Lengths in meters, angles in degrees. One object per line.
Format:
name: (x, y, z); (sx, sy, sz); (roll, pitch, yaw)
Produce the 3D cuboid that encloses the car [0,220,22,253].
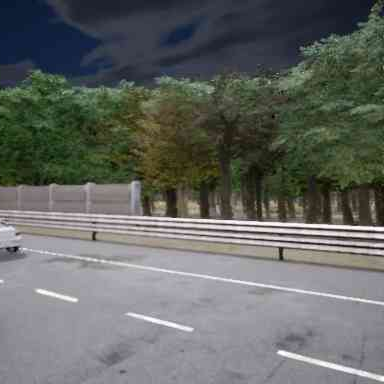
car: (-8.782, 1.746, 13.487); (4.674, 1.442, 1.812); (0, -1, 33)
